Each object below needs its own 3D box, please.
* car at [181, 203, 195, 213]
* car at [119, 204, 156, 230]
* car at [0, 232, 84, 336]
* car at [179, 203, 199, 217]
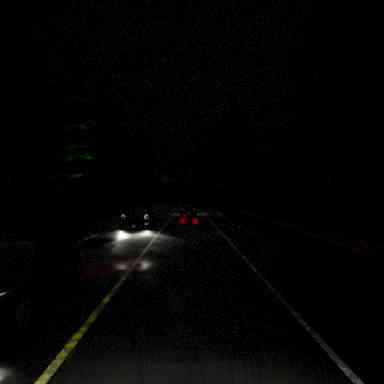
[{"bbox_3d":[-0.518,2.217,47.146,1.895,1.301,4.718,0,-1,-1],"label":"car"},{"bbox_3d":[-3.811,1.667,23.879,2.097,1.767,4.553,0,-1,-1],"label":"car"},{"bbox_3d":[-3.679,1.621,6.992,1.812,1.442,4.674,0,-1,-1],"label":"car"},{"bbox_3d":[-0.371,2.009,36.915,1.812,1.442,4.674,0,-1,-1],"label":"car"}]
